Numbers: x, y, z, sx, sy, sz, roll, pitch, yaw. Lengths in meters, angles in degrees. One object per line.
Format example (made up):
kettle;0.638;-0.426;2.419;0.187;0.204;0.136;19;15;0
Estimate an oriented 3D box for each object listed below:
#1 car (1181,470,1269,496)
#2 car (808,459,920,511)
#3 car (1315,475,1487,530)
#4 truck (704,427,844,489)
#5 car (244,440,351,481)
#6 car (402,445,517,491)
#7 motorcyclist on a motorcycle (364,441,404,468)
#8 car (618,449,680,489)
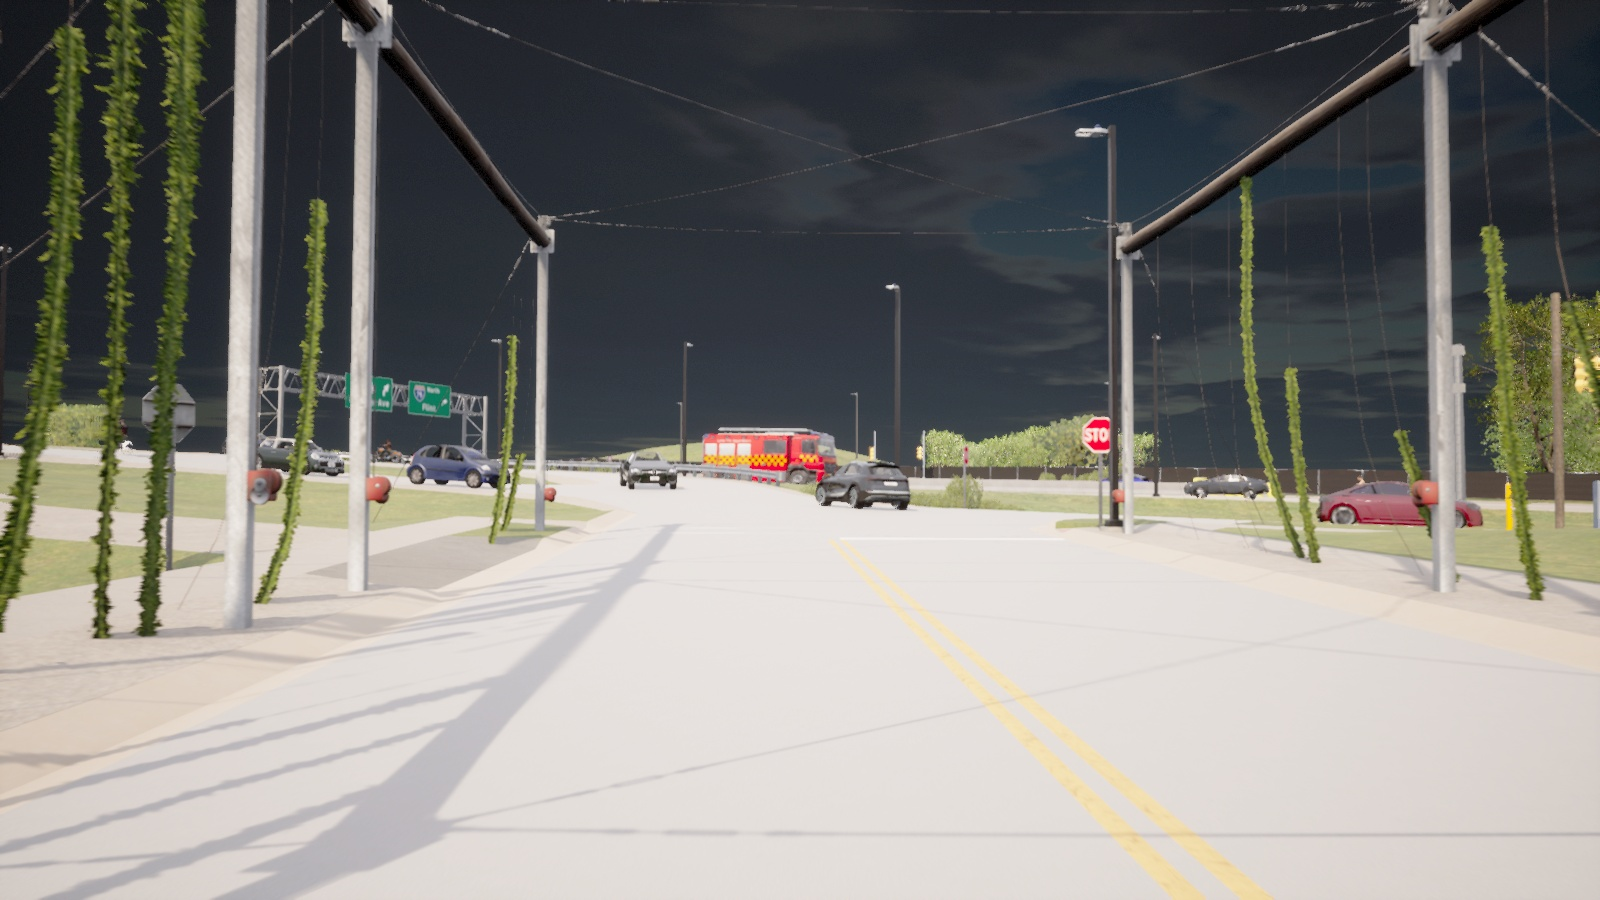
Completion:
car;25.829;1.989;76.278;4.902;1.511;2.128;0;-2;23
car;2.148;1.196;43.638;2.033;1.649;4.856;2;-2;-21
car;16.512;1.427;34.731;4.181;1.385;1.994;1;-2;23
truck;-1.682;0.538;80.475;8.468;3.827;2.891;0;-2;23
car;-21.016;0.426;52.546;3.806;1.475;1.970;3;-1;24
car;-13.341;0.710;49.205;3.988;1.617;1.851;2;-1;22
motorcyclist on a motorcycle;-27.736;0.305;83.710;2.350;1.649;0.766;2;-1;9
car;-6.880;0.805;56.709;2.152;1.651;5.027;0;1;-14
